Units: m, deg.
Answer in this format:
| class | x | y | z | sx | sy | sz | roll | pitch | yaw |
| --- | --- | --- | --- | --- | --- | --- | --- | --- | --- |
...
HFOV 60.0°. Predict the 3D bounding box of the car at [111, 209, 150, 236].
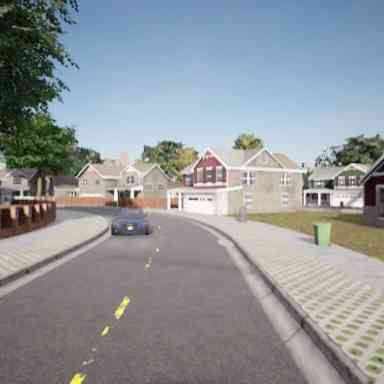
| class | x | y | z | sx | sy | sz | roll | pitch | yaw |
| --- | --- | --- | --- | --- | --- | --- | --- | --- | --- |
| car | -3.391 | 1.642 | 18.806 | 1.994 | 1.385 | 4.181 | 0 | 0 | -8 |
